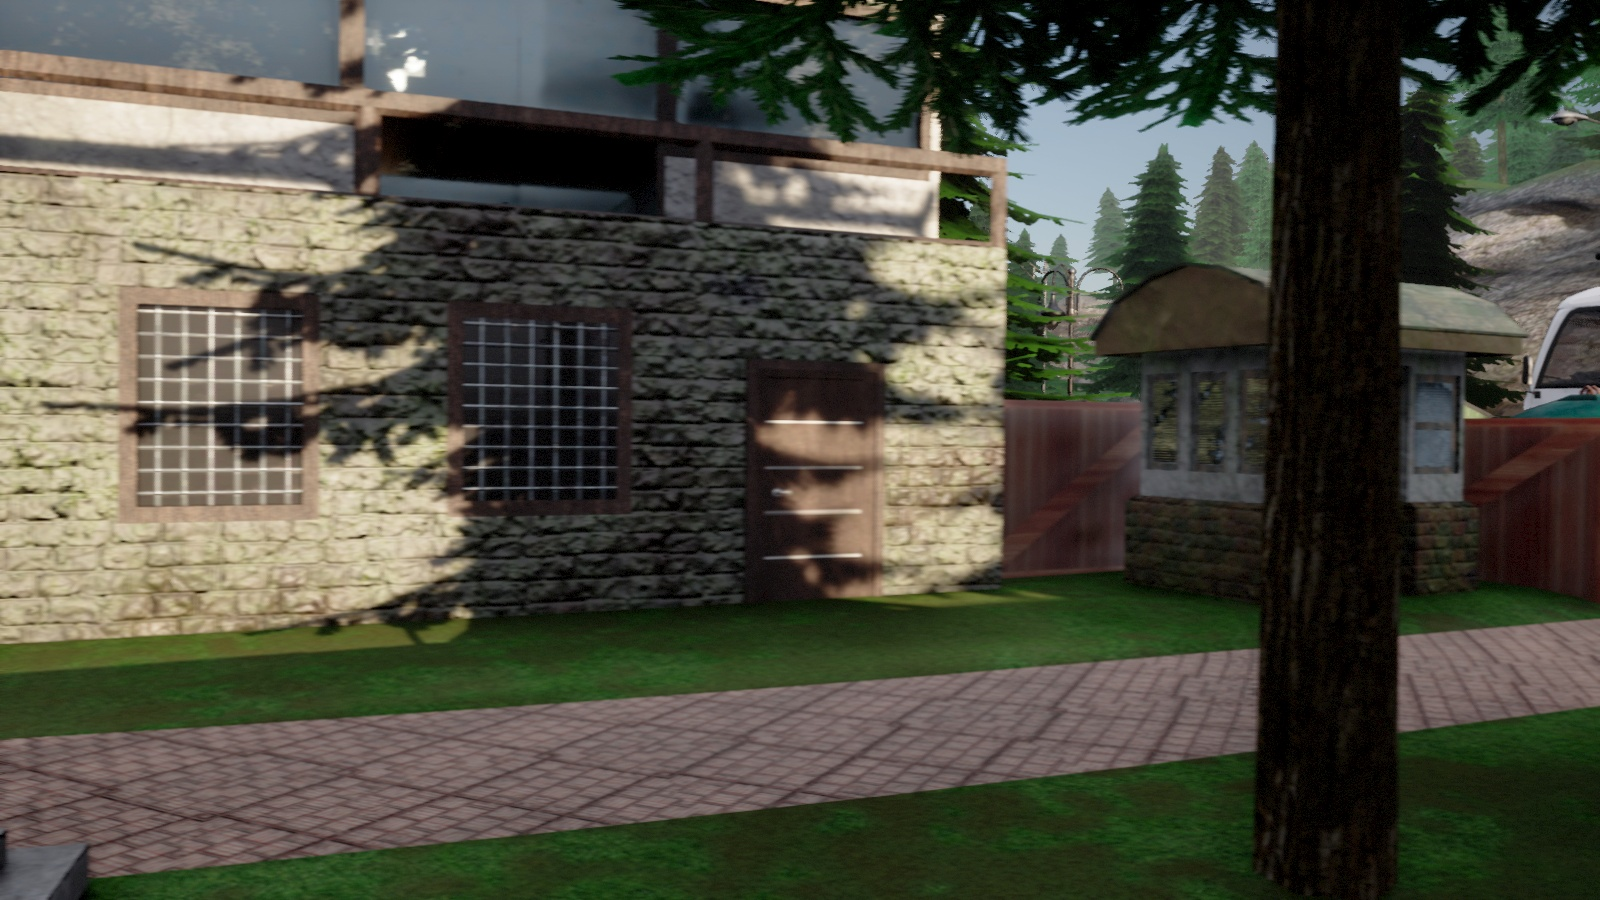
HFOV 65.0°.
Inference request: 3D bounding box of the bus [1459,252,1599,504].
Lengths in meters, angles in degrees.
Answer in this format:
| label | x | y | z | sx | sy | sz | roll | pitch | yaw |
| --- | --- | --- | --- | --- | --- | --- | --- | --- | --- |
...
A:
| label | x | y | z | sx | sy | sz | roll | pitch | yaw |
| --- | --- | --- | --- | --- | --- | --- | --- | --- | --- |
| bus | 16.453 | -1.231 | 19.862 | 3.944 | 4.253 | 10.273 | -1 | 1 | -27 |
